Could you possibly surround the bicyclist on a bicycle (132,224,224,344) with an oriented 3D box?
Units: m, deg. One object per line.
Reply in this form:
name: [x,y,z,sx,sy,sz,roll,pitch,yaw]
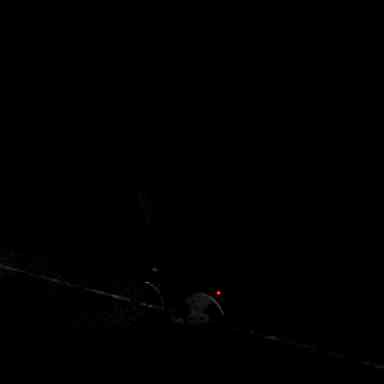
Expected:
bicyclist on a bicycle: [-0.306,1.377,5.275,1.843,1.776,0.659,0,0,35]
